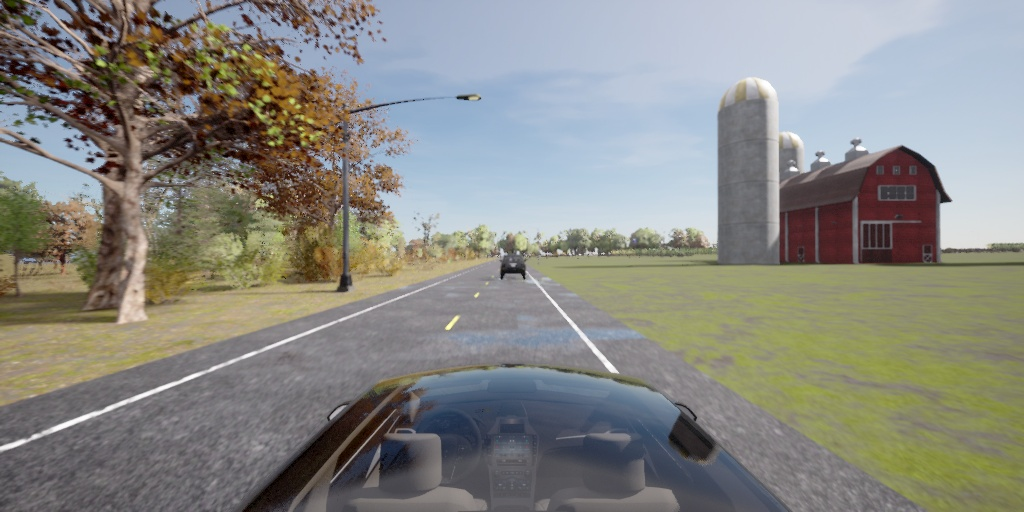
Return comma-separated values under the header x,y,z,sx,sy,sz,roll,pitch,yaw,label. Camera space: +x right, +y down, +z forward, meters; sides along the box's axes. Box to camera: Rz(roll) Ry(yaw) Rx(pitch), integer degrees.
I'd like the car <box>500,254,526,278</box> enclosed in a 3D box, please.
x,y,z,sx,sy,sz,roll,pitch,yaw,label
0.096,0.871,31.860,2.150,2.045,5.566,0,0,0,car
